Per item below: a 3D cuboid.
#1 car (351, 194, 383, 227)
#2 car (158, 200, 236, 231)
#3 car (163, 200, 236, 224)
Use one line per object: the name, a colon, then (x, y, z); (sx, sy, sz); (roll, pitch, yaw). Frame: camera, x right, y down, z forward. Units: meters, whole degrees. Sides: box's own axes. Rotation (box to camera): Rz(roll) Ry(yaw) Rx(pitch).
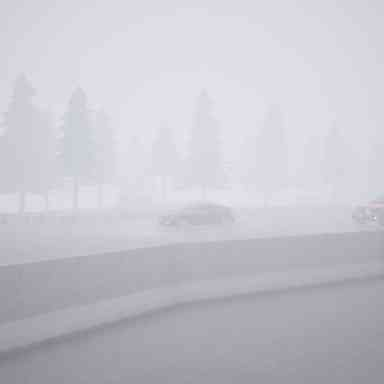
car: (13.154, 1.146, 21.666); (5.566, 2.045, 2.150); (0, 0, -18)
car: (0.342, 1.413, 19.983); (4.892, 1.490, 1.837); (0, 0, -27)
car: (0.560, 1.368, 24.004); (5.008, 1.535, 1.882); (0, 0, -25)
